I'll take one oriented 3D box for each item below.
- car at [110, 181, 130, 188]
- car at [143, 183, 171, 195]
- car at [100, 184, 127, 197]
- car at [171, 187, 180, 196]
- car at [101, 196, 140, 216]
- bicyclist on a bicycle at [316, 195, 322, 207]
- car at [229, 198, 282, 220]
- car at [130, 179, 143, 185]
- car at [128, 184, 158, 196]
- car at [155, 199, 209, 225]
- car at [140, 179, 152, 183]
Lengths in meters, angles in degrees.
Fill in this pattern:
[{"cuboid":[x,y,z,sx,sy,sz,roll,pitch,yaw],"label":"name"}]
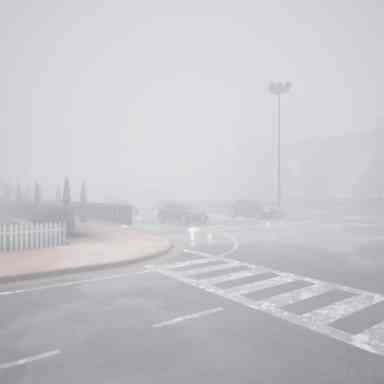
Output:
[{"cuboid":[-14.823,-1.297,66.247,1.882,1.535,5.008,0,7,-37],"label":"car"},{"cuboid":[-6.593,-0.184,61.288,1.882,1.535,5.008,0,7,-37],"label":"car"},{"cuboid":[-12.394,0.186,51.248,2.097,1.767,4.553,0,6,-37],"label":"car"},{"cuboid":[-4.202,-0.263,63.929,1.882,1.535,5.008,0,7,-37],"label":"car"},{"cuboid":[-6.791,1.450,32.149,1.837,1.490,4.892,0,1,-37],"label":"car"},{"cuboid":[18.051,1.295,47.356,1.656,1.620,0.582,0,0,-37],"label":"bicyclist on a bicycle"},{"cuboid":[5.248,1.349,27.867,2.097,1.767,4.553,0,0,-37],"label":"car"},{"cuboid":[-12.833,-1.484,69.592,1.882,1.535,5.008,0,7,-37],"label":"car"},{"cuboid":[-8.563,0.061,57.913,2.033,1.411,5.357,0,6,-37],"label":"car"},{"cuboid":[-0.758,1.505,24.198,1.837,1.490,4.892,0,0,-37],"label":"car"},{"cuboid":[-10.508,-1.823,72.174,2.150,2.045,5.566,0,7,-37],"label":"car"}]
